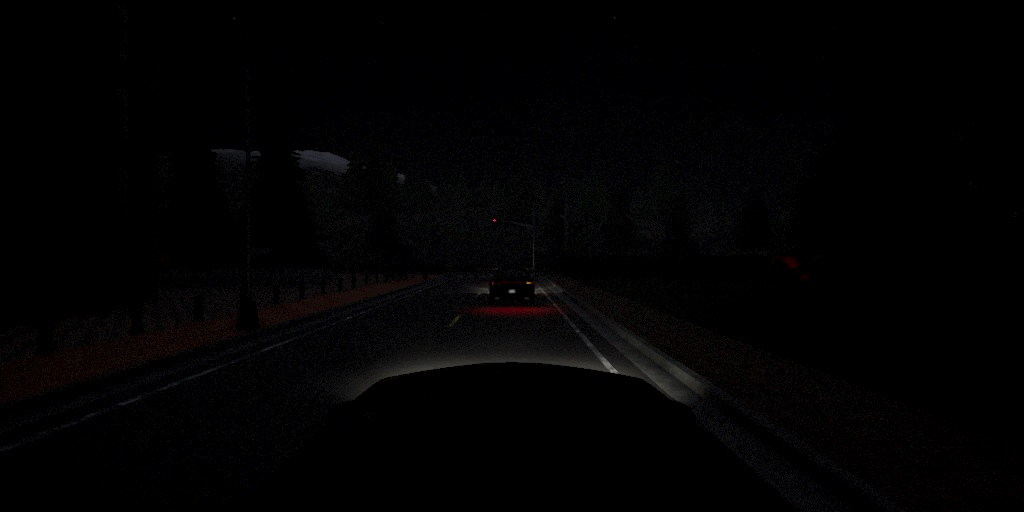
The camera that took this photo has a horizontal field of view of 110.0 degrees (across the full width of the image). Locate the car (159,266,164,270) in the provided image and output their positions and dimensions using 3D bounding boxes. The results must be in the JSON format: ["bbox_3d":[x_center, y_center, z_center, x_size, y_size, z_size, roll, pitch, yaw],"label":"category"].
[{"bbox_3d":[-40.901,1.323,39.127,4.892,1.490,1.837,0,0,0],"label":"car"}]

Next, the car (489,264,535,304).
[{"bbox_3d":[0.000,1.233,16.500,1.882,1.535,5.008,0,0,0],"label":"car"}]

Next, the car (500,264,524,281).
[{"bbox_3d":[0.000,1.365,31.530,1.895,1.301,4.718,0,0,0],"label":"car"}]
